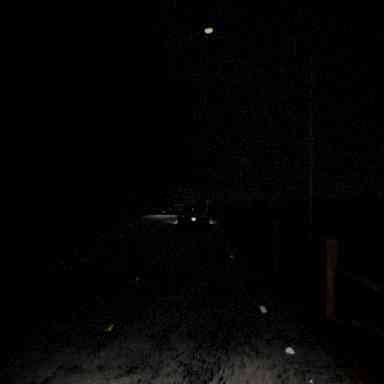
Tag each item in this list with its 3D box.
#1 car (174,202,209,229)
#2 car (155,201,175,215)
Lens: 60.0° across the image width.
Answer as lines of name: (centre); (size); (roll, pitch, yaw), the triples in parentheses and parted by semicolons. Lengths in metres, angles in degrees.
car: (0.098, 1.591, 21.812); (1.994, 1.385, 4.181); (0, 0, 0)
car: (-2.850, 1.674, 36.185); (2.033, 1.411, 5.357); (0, -1, 0)
